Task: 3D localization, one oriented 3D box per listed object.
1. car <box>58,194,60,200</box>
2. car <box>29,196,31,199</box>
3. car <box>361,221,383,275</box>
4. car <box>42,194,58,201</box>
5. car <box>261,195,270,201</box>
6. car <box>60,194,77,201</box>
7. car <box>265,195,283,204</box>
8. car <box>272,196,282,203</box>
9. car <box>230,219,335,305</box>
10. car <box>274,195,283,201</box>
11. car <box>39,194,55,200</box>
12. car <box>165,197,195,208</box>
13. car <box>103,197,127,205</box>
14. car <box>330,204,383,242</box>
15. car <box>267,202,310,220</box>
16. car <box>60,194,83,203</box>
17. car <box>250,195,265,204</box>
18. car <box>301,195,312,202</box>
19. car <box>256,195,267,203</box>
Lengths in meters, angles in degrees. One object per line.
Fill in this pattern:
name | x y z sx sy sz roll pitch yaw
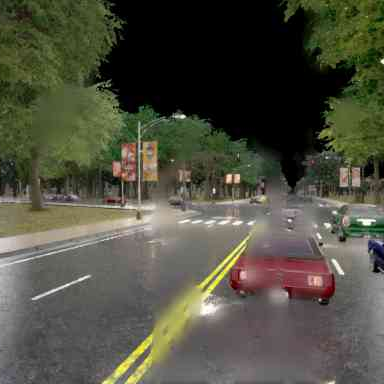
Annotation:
car | -31.122 1.263 75.920 4.902 1.511 2.128 0 0 40
car | -39.090 1.297 82.629 4.718 1.301 1.895 0 0 40
car | 5.455 1.601 7.593 1.895 1.301 4.718 0 0 17
car | -31.837 1.271 72.273 4.902 1.511 2.128 0 0 40
car | 18.285 1.535 82.887 1.812 1.442 4.674 0 0 17
car | -29.259 1.261 78.600 4.674 1.442 1.812 0 0 40
car | 15.392 1.554 62.591 2.033 1.411 5.357 0 0 18
car | 18.455 1.604 72.396 1.895 1.301 4.718 0 0 17
car | 2.247 1.601 8.200 1.895 1.301 4.718 0 0 17
car | 21.506 1.489 82.308 1.882 1.535 5.008 0 0 17
car | -37.116 1.225 85.216 4.674 1.442 1.812 0 0 40
car | -1.696 1.423 46.769 4.902 1.511 2.128 0 0 40
car | -13.033 1.457 56.328 4.718 1.301 1.895 0 0 40
car | 8.055 1.352 16.197 2.097 1.767 4.553 0 0 17
car | 4.920 1.505 17.065 1.837 1.490 4.892 0 0 17
car | -23.285 1.318 65.069 4.674 1.442 1.812 0 0 40
car | 12.317 1.554 63.633 2.033 1.411 5.357 0 0 18
car | 26.427 1.510 76.196 1.837 1.490 4.892 0 0 17
car | 15.263 1.486 73.076 1.882 1.535 5.008 0 0 17
